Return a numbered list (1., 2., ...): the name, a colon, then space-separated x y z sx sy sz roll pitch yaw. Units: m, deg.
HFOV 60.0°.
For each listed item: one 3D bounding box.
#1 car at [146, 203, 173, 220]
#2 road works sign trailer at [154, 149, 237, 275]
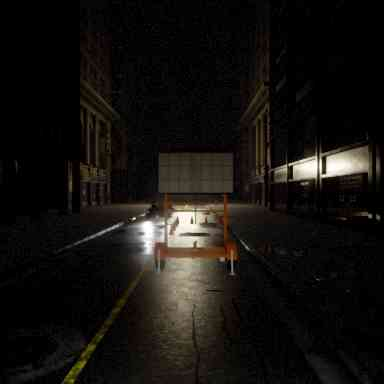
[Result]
1. car: -2.673 1.609 28.042 1.895 1.301 4.718 0 0 1
2. road works sign trailer: 0.114 0.466 10.413 2.380 3.560 2.880 0 0 1
